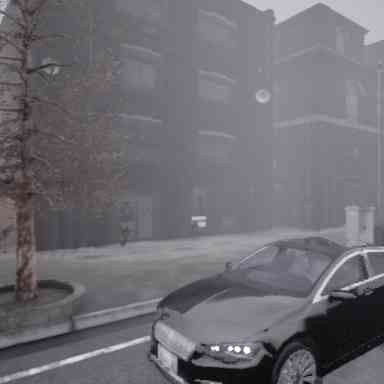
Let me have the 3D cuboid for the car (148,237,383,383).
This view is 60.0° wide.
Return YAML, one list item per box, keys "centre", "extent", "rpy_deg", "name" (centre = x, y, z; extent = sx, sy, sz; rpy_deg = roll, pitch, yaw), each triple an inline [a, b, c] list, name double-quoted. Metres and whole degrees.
- centre: [1.736, 1.485, 4.914]
  extent: [4.902, 1.511, 2.128]
  rpy_deg: [0, 0, -35]
  name: "car"
